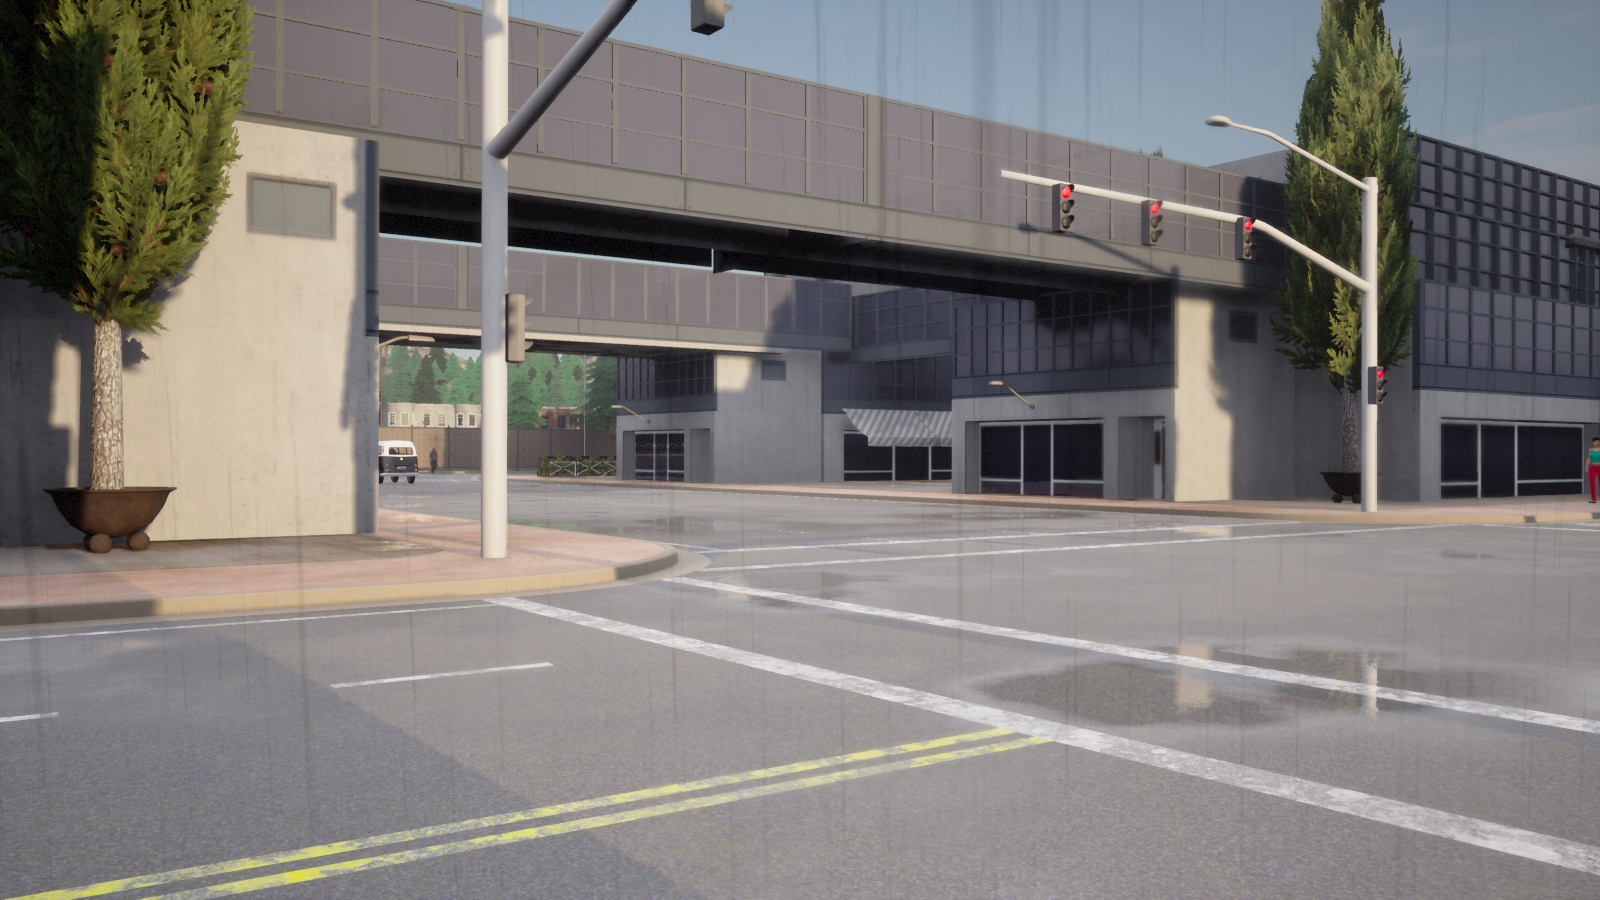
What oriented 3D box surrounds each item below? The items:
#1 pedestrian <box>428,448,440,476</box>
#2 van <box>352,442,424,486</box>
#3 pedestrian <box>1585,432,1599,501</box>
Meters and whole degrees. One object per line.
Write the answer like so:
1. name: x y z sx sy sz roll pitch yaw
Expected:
1. pedestrian: -23.564 0.771 80.873 0.540 1.848 0.694 0 0 -41
2. van: -19.892 0.659 60.537 2.069 2.038 4.480 0 0 -35
3. pedestrian: 21.529 0.441 33.939 0.594 1.836 0.345 0 0 -36
